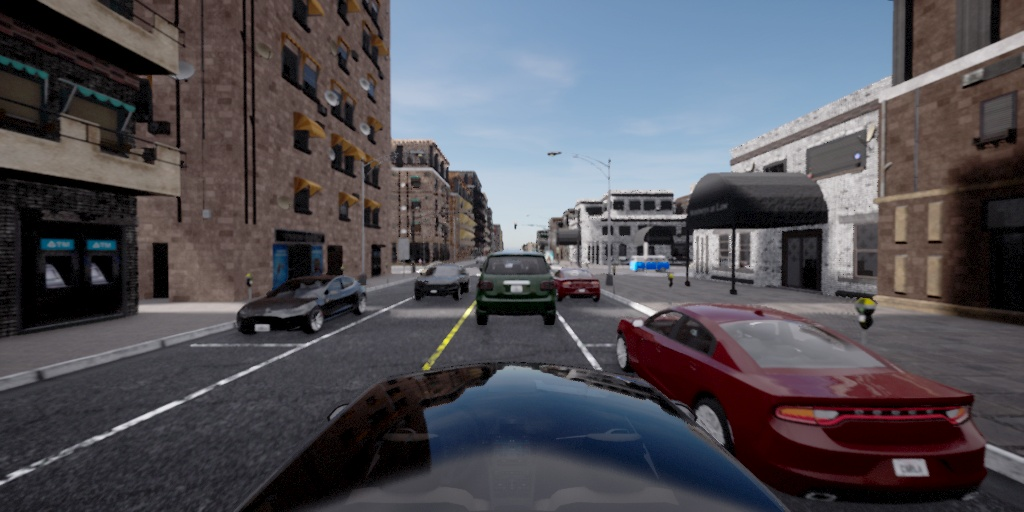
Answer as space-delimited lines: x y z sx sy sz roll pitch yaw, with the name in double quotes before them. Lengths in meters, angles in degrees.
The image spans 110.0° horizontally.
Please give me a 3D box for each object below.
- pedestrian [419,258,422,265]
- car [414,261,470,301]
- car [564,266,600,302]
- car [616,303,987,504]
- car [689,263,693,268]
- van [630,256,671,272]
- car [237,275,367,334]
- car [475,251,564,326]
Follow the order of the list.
"pedestrian" -12.617 0.836 49.322 0.500 1.100 0.500 0 1 0
"car" -3.087 1.109 16.650 1.882 1.535 5.008 0 0 0
"car" 2.694 1.181 16.043 1.888 1.381 4.507 0 0 0
"car" 2.691 1.271 4.650 1.888 1.381 4.507 0 0 0
"car" 25.497 0.965 46.660 4.829 1.417 1.751 0 0 0
"van" 14.666 0.875 38.203 3.998 1.789 1.690 0 0 0
"car" -5.689 1.246 10.354 1.948 1.339 4.313 0 0 0
"car" 0.102 0.890 11.429 2.150 2.045 5.566 0 0 0
